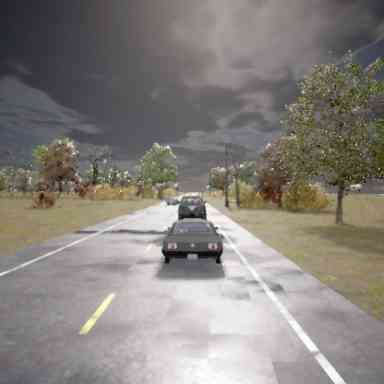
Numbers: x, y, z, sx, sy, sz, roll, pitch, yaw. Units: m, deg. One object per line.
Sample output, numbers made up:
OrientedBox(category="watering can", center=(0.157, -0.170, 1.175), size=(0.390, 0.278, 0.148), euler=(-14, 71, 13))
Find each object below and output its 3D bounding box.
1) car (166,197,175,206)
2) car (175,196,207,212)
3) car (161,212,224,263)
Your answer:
OrientedBox(category="car", center=(-3.561, 1.636, 59.198), size=(2.128, 1.511, 4.902), euler=(0, 0, 1))
OrientedBox(category="car", center=(0.030, 1.298, 26.547), size=(2.150, 2.045, 5.566), euler=(0, 0, 1))
OrientedBox(category="car", center=(0.037, 1.638, 12.081), size=(1.895, 1.301, 4.718), euler=(0, 0, 0))
